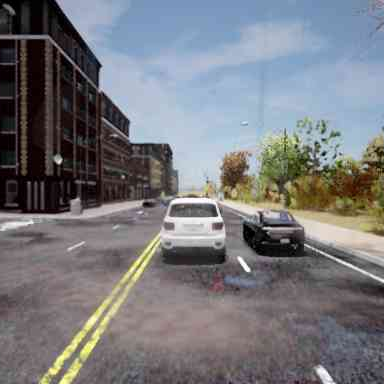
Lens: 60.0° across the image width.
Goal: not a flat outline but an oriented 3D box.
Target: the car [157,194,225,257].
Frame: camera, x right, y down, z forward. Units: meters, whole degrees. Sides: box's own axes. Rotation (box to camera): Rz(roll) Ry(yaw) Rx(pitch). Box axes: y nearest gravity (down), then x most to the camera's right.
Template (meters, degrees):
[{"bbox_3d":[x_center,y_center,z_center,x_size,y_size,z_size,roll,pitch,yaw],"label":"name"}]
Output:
[{"bbox_3d":[0.064,1.256,13.228,2.150,2.045,5.566,0,0,0],"label":"car"}]

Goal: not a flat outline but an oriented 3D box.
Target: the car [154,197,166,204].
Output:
[{"bbox_3d":[-6.501,1.714,67.384,1.994,1.385,4.181,0,0,0],"label":"car"}]

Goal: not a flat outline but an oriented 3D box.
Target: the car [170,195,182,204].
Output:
[{"bbox_3d":[-3.248,1.510,68.122,2.097,1.767,4.553,0,0,0],"label":"car"}]

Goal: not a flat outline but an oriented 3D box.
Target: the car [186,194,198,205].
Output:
[{"bbox_3d":[0.003,1.397,66.911,2.150,2.045,5.566,0,0,0],"label":"car"}]

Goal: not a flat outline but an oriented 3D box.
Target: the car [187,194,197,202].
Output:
[{"bbox_3d":[0.003,1.393,77.273,2.097,1.767,4.553,0,0,0],"label":"car"}]

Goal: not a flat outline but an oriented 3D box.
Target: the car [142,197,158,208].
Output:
[{"bbox_3d":[-6.577,1.734,51.719,1.895,1.301,4.718,0,0,0],"label":"car"}]

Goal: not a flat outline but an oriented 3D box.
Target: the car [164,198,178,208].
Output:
[{"bbox_3d":[-3.321,1.700,52.893,1.994,1.385,4.181,0,0,0],"label":"car"}]

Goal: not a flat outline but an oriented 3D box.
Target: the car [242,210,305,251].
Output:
[{"bbox_3d":[3.319,1.527,14.241,2.128,1.511,4.902,0,0,0],"label":"car"}]

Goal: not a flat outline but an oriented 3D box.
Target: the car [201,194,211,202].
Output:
[{"bbox_3d":[3.253,1.393,77.273,2.097,1.767,4.553,0,0,0],"label":"car"}]

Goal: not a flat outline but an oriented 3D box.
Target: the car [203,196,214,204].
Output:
[{"bbox_3d":[3.253,1.653,66.881,1.882,1.535,5.008,0,0,0],"label":"car"}]
